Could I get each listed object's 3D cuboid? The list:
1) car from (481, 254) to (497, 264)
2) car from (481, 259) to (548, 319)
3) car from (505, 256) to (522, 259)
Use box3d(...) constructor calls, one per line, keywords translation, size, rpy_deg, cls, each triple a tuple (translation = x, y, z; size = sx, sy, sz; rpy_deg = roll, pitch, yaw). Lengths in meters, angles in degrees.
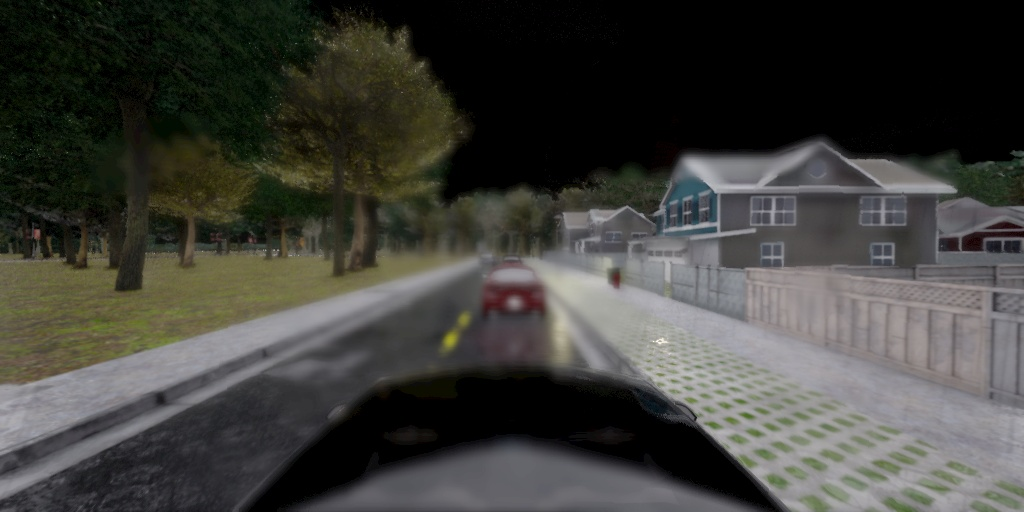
box3d(translation=(-2.815, 0.503, 44.937), size=(1.812, 1.442, 4.674), rpy_deg=(0, 1, 0), cls="car")
box3d(translation=(0.085, 1.041, 11.919), size=(1.882, 1.535, 5.008), rpy_deg=(0, 1, 0), cls="car")
box3d(translation=(0.099, 0.751, 29.528), size=(1.837, 1.490, 4.892), rpy_deg=(0, 1, 0), cls="car")
